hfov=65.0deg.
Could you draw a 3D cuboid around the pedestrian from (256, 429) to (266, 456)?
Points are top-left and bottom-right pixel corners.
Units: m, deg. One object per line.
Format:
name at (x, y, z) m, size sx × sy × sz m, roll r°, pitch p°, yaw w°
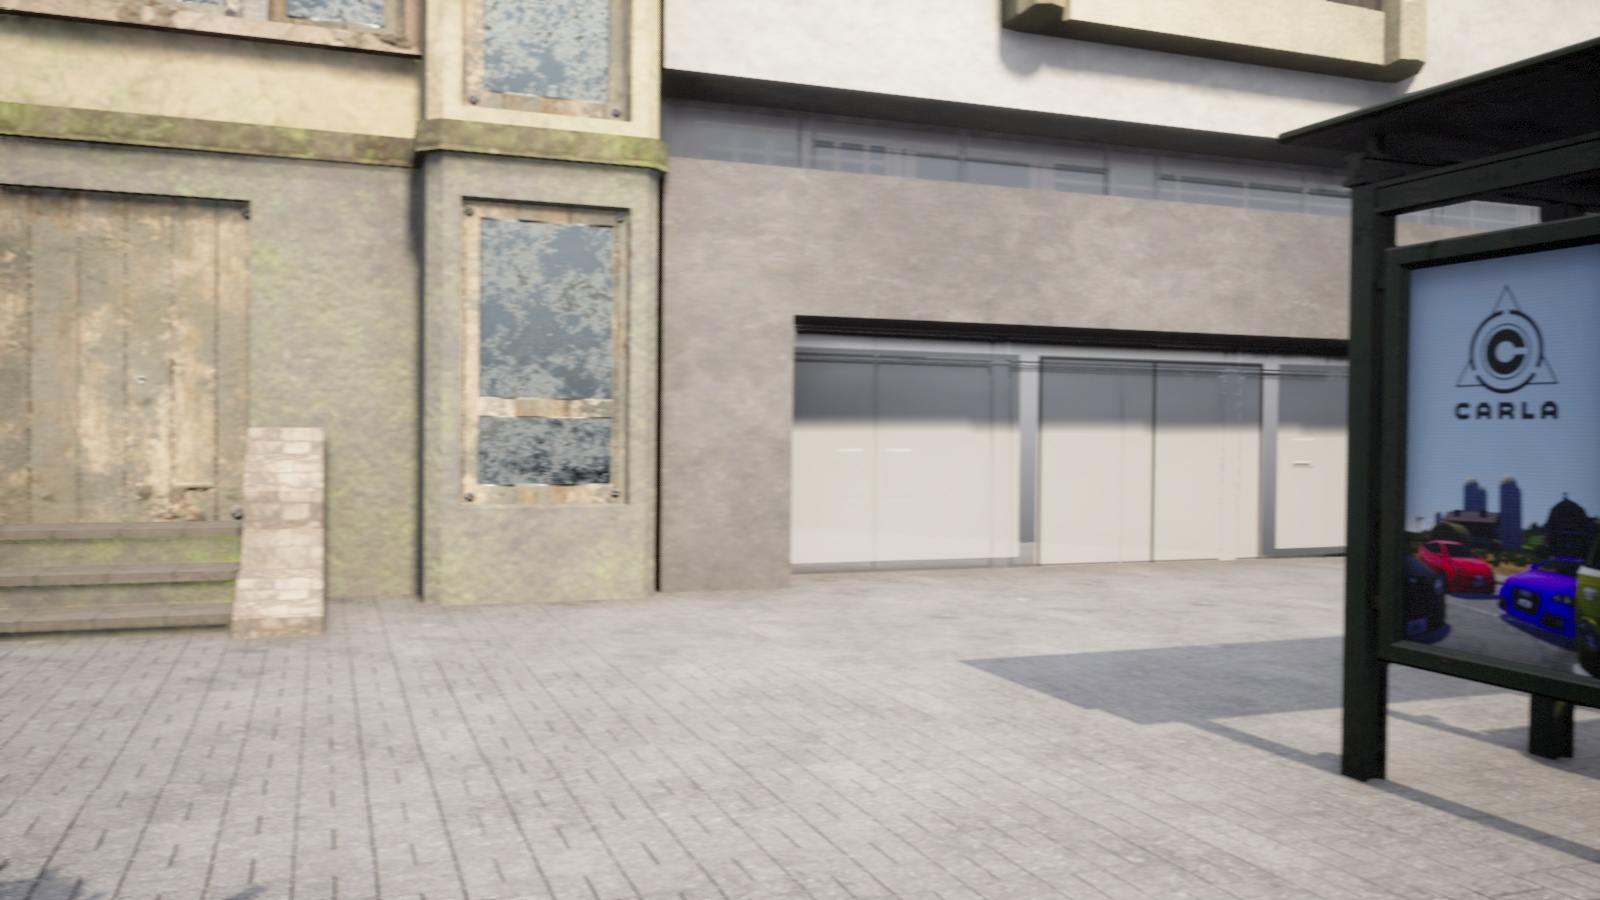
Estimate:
pedestrian at (-37.720, -0.521, 87.811) m, size 0.594 × 1.836 × 0.345 m, roll -1°, pitch 1°, yaw -19°
